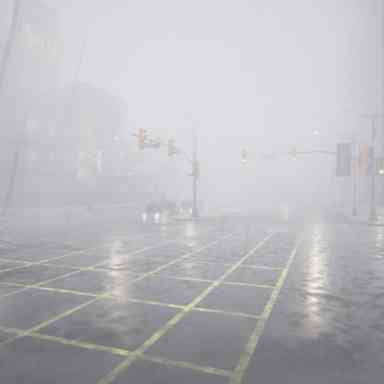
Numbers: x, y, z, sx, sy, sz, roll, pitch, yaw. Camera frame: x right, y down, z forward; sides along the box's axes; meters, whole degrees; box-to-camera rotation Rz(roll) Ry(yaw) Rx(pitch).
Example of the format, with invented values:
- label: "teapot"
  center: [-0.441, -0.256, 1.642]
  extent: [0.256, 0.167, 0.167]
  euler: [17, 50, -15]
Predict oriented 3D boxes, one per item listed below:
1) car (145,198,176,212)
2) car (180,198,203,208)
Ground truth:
- label: "car"
  center: [-3.619, 1.477, 38.969]
  extent: [1.882, 1.535, 5.008]
  euler: [0, 0, 23]
- label: "car"
  center: [-0.007, 1.600, 48.524]
  extent: [1.895, 1.301, 4.718]
  euler: [0, 0, 21]
